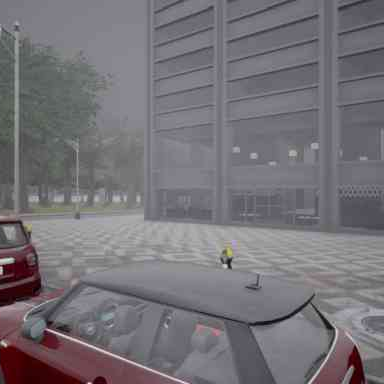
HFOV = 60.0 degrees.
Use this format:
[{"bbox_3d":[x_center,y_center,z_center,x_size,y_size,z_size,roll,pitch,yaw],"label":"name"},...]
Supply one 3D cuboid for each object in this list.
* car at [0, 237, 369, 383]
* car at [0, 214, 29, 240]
[{"bbox_3d":[-0.551,1.440,3.351,4.097,1.590,1.967,0,0,35],"label":"car"},{"bbox_3d":[-4.984,1.315,6.501,5.009,1.841,2.192,0,0,35],"label":"car"}]
